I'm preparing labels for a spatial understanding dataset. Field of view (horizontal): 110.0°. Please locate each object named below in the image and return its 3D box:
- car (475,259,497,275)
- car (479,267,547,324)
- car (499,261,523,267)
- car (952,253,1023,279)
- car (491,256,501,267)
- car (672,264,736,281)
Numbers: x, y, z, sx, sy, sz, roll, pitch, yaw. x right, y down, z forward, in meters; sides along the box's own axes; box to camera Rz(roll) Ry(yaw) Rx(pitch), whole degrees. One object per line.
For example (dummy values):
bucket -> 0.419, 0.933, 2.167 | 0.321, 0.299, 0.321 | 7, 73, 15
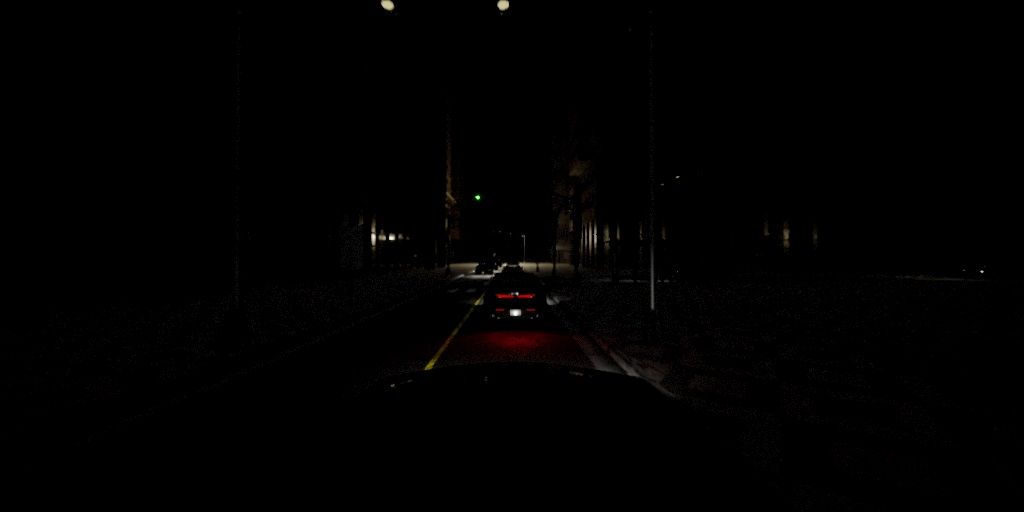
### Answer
car -> -3.116, 1.365, 41.030 | 2.033, 1.411, 5.357 | 0, 0, 0
car -> 0.093, 1.273, 12.065 | 1.837, 1.490, 4.892 | 0, 0, 0
car -> 0.083, 1.376, 32.761 | 1.994, 1.385, 4.181 | 0, 0, 0
car -> 39.086, 0.788, 28.806 | 5.566, 2.045, 2.150 | 0, -1, 0
car -> -3.110, 1.191, 51.712 | 2.097, 1.767, 4.553 | 0, 0, 0
car -> 15.092, 1.315, 28.793 | 4.718, 1.301, 1.895 | 0, -1, 0
